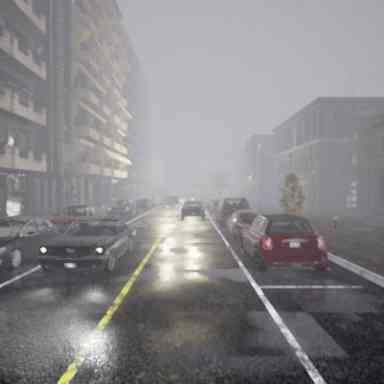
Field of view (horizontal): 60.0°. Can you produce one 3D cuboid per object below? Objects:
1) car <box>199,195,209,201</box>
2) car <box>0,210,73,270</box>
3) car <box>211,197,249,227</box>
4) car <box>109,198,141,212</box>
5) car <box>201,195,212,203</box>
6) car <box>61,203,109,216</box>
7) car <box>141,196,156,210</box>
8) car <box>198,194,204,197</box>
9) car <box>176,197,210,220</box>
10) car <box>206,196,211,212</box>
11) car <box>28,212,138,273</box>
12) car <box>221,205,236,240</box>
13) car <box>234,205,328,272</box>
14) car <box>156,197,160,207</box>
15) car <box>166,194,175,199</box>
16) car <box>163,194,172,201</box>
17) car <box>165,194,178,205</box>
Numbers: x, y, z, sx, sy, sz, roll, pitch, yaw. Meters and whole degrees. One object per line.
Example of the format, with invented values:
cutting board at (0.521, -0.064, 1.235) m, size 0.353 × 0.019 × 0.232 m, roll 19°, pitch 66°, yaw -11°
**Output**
car at (2.611, 1.278, 73.096) m, size 1.887 × 1.381 × 4.507 m, roll -1°, pitch 0°, yaw 0°
car at (-5.730, 1.511, 10.665) m, size 2.008 × 1.369 × 4.403 m, roll -1°, pitch 0°, yaw 0°
car at (2.657, 1.230, 21.999) m, size 2.192 × 1.841 × 5.009 m, roll -1°, pitch 0°, yaw 0°
car at (-5.733, 1.337, 27.697) m, size 1.967 × 1.590 × 4.097 m, roll -1°, pitch 0°, yaw 0°
car at (2.622, 1.297, 61.911) m, size 1.752 × 1.417 × 4.829 m, roll -1°, pitch 0°, yaw 0°
car at (-5.700, 1.379, 16.342) m, size 1.967 × 1.590 × 4.097 m, roll -1°, pitch 0°, yaw 0°
car at (-5.736, 1.421, 39.052) m, size 1.947 × 1.339 × 4.313 m, roll -1°, pitch 0°, yaw 0°
car at (0.058, 1.330, 43.569) m, size 2.128 × 1.511 × 4.902 m, roll 0°, pitch 0°, yaw 0°
car at (0.075, 1.391, 26.833) m, size 2.128 × 1.511 × 4.902 m, roll 0°, pitch 0°, yaw 0°
car at (2.649, 1.398, 33.525) m, size 1.752 × 1.417 × 4.829 m, roll -1°, pitch 0°, yaw 0°
car at (-3.101, 1.560, 10.696) m, size 1.895 × 1.301 × 4.718 m, roll 0°, pitch 0°, yaw 0°
car at (2.666, 1.519, 16.323) m, size 1.802 × 1.307 × 4.206 m, roll -1°, pitch 0°, yaw 0°
car at (2.691, 1.398, 10.646) m, size 1.967 × 1.590 × 4.097 m, roll -1°, pitch 0°, yaw 0°
car at (-5.742, 1.379, 44.729) m, size 1.887 × 1.381 × 4.507 m, roll -1°, pitch 0°, yaw 0°
car at (-5.785, 1.243, 90.149) m, size 1.947 × 1.339 × 4.313 m, roll -1°, pitch 0°, yaw 0°
car at (-5.774, 1.260, 78.794) m, size 1.887 × 1.381 × 4.507 m, roll -1°, pitch 0°, yaw 0°
car at (-3.106, 1.277, 54.234) m, size 1.882 × 1.535 × 5.008 m, roll 0°, pitch 0°, yaw 0°
